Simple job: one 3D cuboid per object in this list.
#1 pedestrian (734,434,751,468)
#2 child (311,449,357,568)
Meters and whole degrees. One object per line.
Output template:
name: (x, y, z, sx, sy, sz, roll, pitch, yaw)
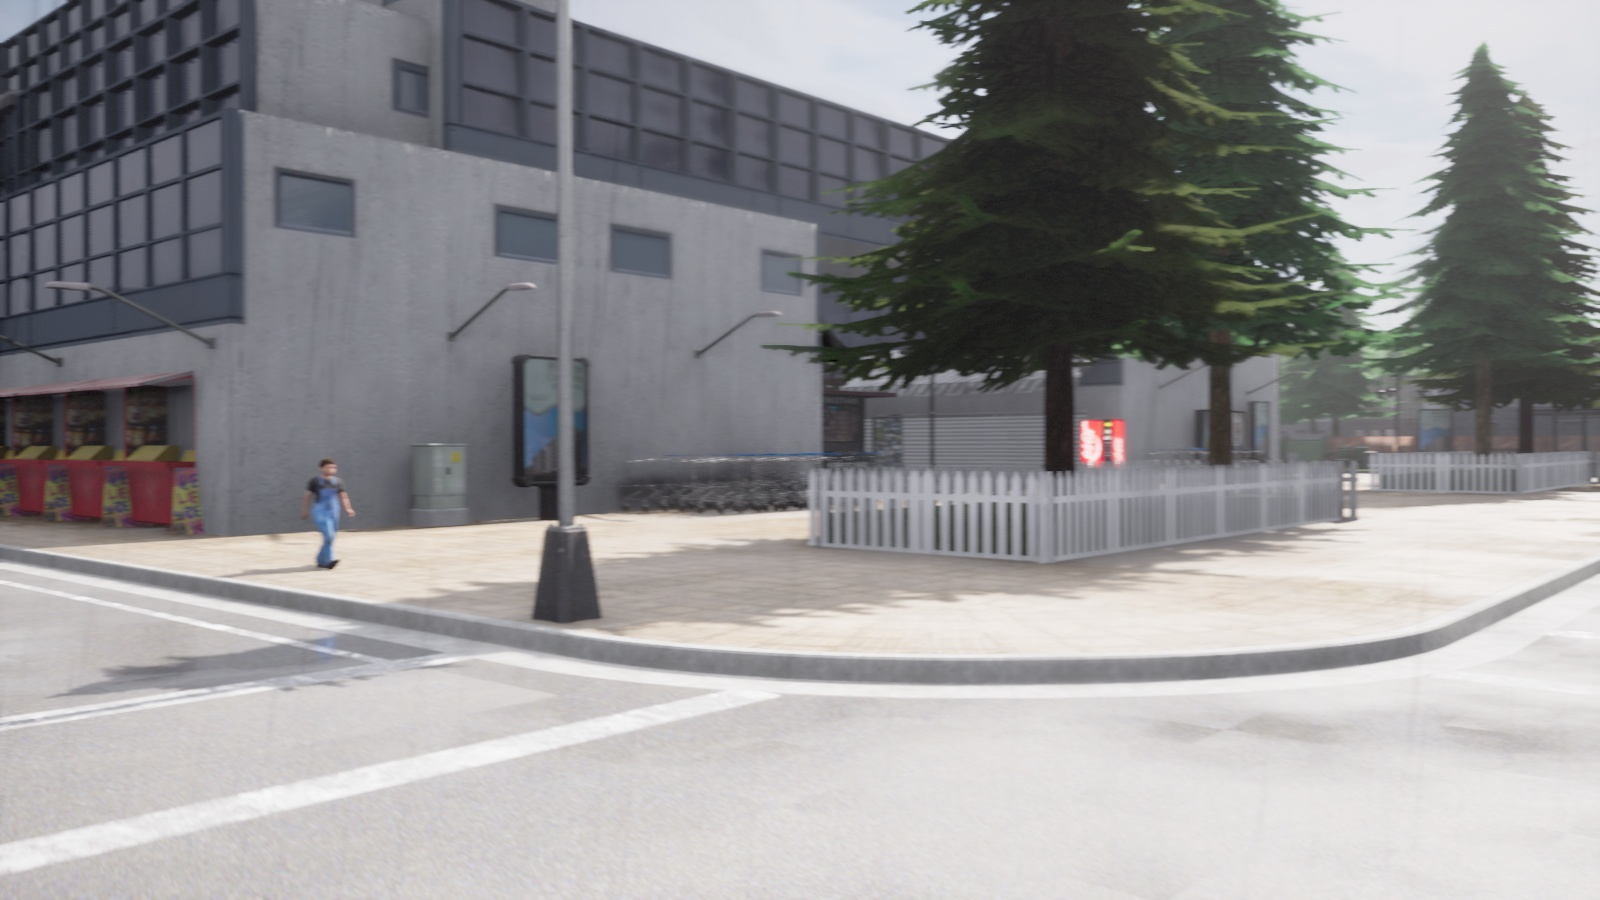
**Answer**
pedestrian: (-3.285, 0.054, 71.824, 0.563, 1.883, 0.849, 0, 0, -39)
child: (-5.022, 0.618, 13.535, 0.437, 1.263, 0.270, 0, 0, 39)
